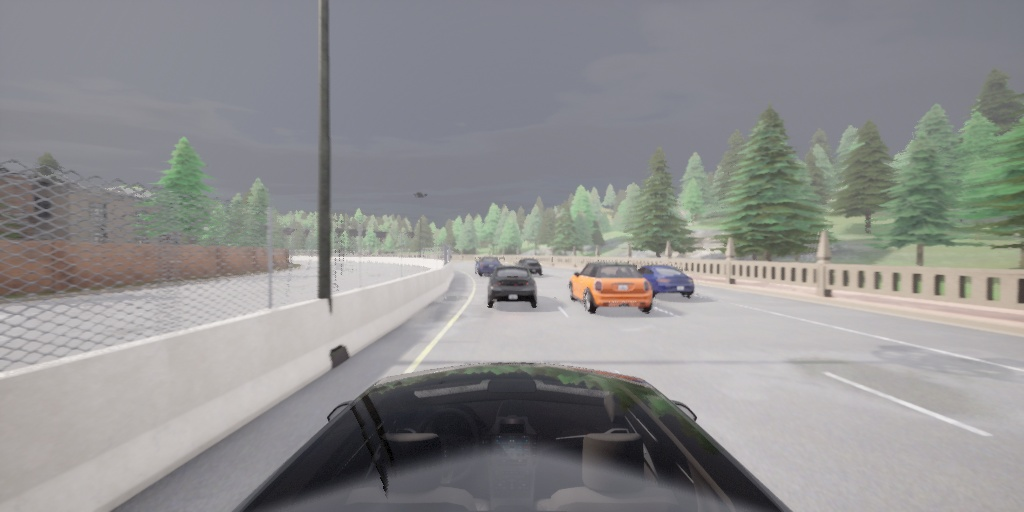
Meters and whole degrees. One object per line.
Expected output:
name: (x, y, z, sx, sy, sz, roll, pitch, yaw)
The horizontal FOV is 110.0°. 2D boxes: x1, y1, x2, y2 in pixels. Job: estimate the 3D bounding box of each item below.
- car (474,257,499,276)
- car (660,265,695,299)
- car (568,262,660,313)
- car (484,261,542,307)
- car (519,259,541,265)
car: (-2.183, 0.833, 32.407, 2.097, 1.767, 4.553, 0, 1, -11)
car: (6.819, 1.143, 17.080, 1.812, 1.442, 4.674, 0, 1, -3)
car: (3.494, 0.999, 13.561, 2.097, 1.767, 4.553, 0, 1, -1)
car: (-0.041, 1.142, 14.765, 1.837, 1.490, 4.892, 0, 1, -2)
car: (1.377, 0.986, 32.516, 1.837, 1.490, 4.892, 0, 0, -11)
